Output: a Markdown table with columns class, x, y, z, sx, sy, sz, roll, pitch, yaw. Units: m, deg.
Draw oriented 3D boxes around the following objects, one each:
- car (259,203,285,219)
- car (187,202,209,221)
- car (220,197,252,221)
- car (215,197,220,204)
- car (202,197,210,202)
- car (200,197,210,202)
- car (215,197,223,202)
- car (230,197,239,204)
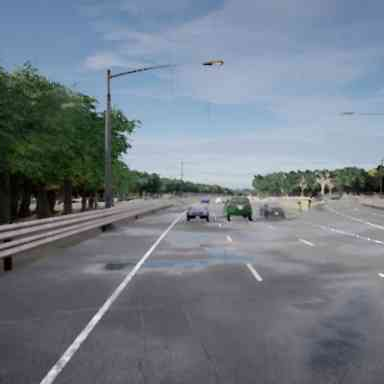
| class | x | y | z | sx | sy | sz | roll | pitch | yaw |
| --- | --- | --- | --- | --- | --- | --- | --- | --- | --- |
| car | 7.635 | 1.763 | 32.002 | 1.812 | 1.442 | 4.674 | 0 | 0 | 2 |
| car | 0.537 | 1.815 | 29.361 | 1.895 | 1.301 | 4.718 | 0 | 0 | 2 |
| car | 4.057 | 1.443 | 30.051 | 2.150 | 2.045 | 5.566 | 0 | 0 | 2 |
| car | 6.486 | 2.081 | 78.996 | 1.812 | 1.442 | 4.674 | 0 | 0 | 4 |
| car | 3.784 | 1.982 | 89.185 | 1.837 | 1.490 | 4.892 | 0 | 0 | 5 |
| car | 2.995 | 2.078 | 79.237 | 1.812 | 1.442 | 4.674 | 0 | 0 | 4 |
| car | 7.272 | 2.025 | 88.895 | 2.033 | 1.411 | 5.357 | 0 | 0 | 5 |
| car | 9.947 | 2.034 | 78.340 | 1.882 | 1.535 | 5.008 | 0 | 0 | 4 |
